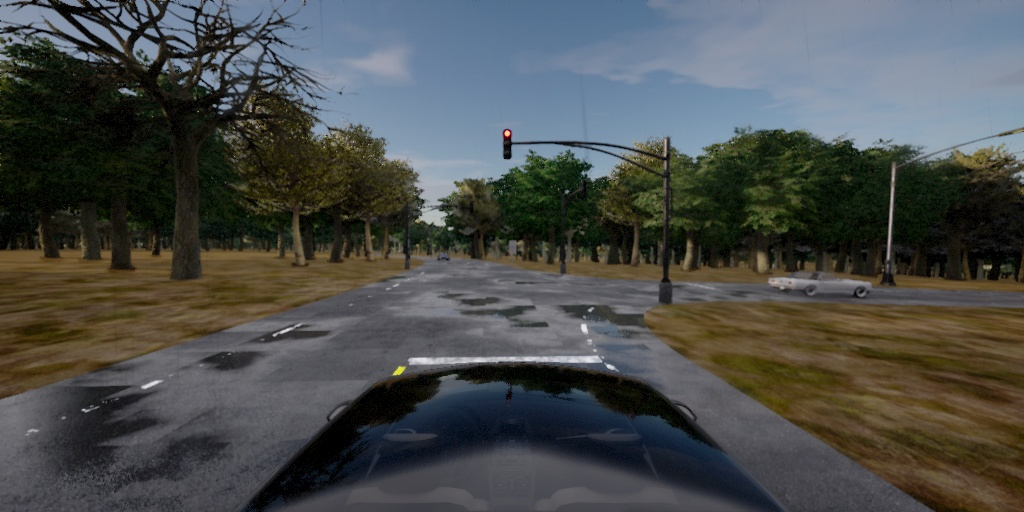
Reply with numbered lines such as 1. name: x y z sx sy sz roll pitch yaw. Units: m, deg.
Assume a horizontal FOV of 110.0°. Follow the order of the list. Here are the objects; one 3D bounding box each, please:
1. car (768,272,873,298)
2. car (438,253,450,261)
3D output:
1. car: 17.437 1.572 20.304 4.718 1.301 1.895 2 1 -3
2. car: -11.566 0.179 60.769 1.994 1.385 4.181 0 1 -14
